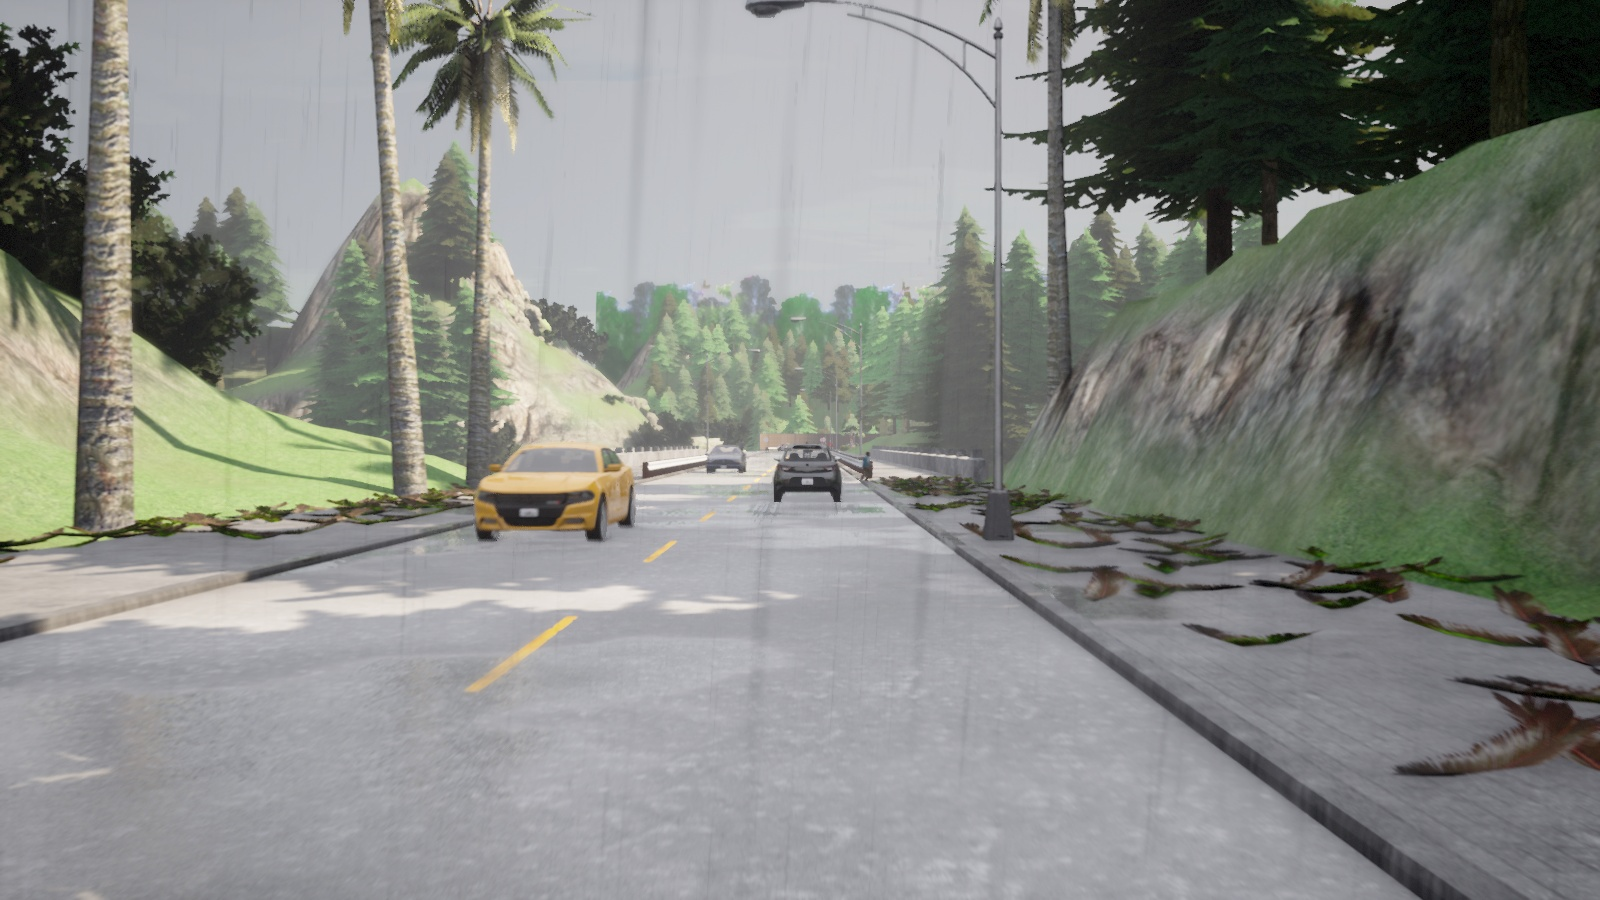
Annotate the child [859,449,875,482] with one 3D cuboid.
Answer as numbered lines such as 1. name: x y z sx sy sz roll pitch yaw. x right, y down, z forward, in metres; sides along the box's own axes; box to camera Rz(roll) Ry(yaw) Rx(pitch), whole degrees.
1. child: 2.407 0.561 45.062 0.448 1.192 0.343 0 0 -30

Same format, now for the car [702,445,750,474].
1. car: -3.640 0.440 62.232 2.033 1.411 5.357 0 0 0

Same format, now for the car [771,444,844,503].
1. car: 0.201 0.572 33.362 1.816 1.474 4.193 0 0 0

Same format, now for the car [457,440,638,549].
1. car: -3.873 0.607 20.168 1.882 1.535 5.008 0 0 0
